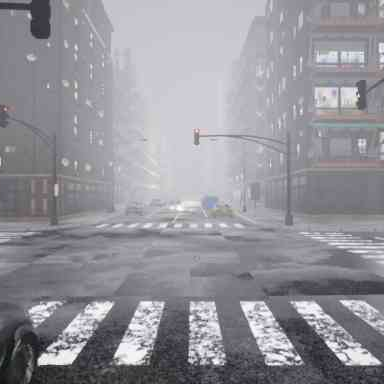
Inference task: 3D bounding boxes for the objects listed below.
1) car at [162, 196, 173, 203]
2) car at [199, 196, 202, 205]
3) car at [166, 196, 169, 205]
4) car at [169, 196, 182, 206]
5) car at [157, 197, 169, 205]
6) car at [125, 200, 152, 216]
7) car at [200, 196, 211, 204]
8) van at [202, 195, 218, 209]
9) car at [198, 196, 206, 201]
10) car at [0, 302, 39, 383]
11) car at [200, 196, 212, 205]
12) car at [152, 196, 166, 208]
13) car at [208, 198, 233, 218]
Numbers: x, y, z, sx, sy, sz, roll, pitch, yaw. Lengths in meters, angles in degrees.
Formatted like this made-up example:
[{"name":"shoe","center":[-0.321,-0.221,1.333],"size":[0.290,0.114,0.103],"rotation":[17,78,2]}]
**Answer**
[{"name":"car","center":[-5.300,1.613,72.302],"size":[2.008,1.369,4.403],"rotation":[1,0,0]},{"name":"car","center":[2.581,1.347,49.728],"size":[2.192,1.841,5.009],"rotation":[1,0,0]},{"name":"car","center":[-5.301,1.563,55.158],"size":[1.752,1.417,4.829],"rotation":[1,0,0]},{"name":"car","center":[-2.745,1.474,56.063],"size":[2.128,1.511,4.902],"rotation":[0,0,0]},{"name":"car","center":[-5.301,1.627,60.986],"size":[1.802,1.307,4.206],"rotation":[1,0,0]},{"name":"car","center":[-5.432,1.565,32.697],"size":[2.008,1.369,4.403],"rotation":[1,0,0]},{"name":"car","center":[2.580,1.604,66.697],"size":[2.008,1.369,4.403],"rotation":[1,0,0]},{"name":"van","center":[2.613,1.366,44.075],"size":[1.690,1.788,3.998],"rotation":[1,0,0]},{"name":"car","center":[2.581,1.627,83.665],"size":[1.887,1.381,4.507],"rotation":[1,0,0]},{"name":"car","center":[-2.749,1.565,2.137],"size":[1.994,1.385,4.181],"rotation":[0,0,0]},{"name":"car","center":[2.581,1.486,61.040],"size":[1.967,1.590,4.097],"rotation":[1,0,0]},{"name":"car","center":[-5.302,1.613,49.670],"size":[1.802,1.307,4.206],"rotation":[1,0,0]},{"name":"car","center":[2.707,1.538,30.241],"size":[1.752,1.417,4.829],"rotation":[1,0,0]}]
